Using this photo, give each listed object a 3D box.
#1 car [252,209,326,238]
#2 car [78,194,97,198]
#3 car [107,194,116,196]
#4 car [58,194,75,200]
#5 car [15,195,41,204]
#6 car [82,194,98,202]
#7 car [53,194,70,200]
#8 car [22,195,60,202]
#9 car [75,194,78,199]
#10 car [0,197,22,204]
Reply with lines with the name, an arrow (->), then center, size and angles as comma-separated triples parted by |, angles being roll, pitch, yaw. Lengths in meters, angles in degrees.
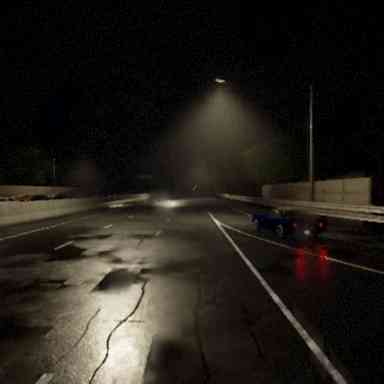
car -> 4.783, 1.528, 17.276 | 1.895, 1.301, 4.718 | 0, 0, -12
car -> -17.574, 1.361, 57.510 | 1.895, 1.301, 4.718 | 0, 0, 0
car -> -17.616, 1.194, 72.259 | 1.837, 1.490, 4.892 | 0, 0, 0
car -> -21.087, 1.324, 53.174 | 2.033, 1.411, 5.357 | 0, 0, 0
car -> -28.075, 1.238, 57.111 | 1.882, 1.535, 5.008 | 0, 0, 0
car -> -21.100, 1.214, 69.065 | 1.837, 1.490, 4.892 | 0, 0, 0
car -> -28.114, 1.069, 71.965 | 1.994, 1.385, 4.181 | 0, 0, 0
car -> -17.603, 1.401, 38.922 | 1.994, 1.385, 4.181 | 0, 0, 0
car -> -24.603, 1.236, 69.661 | 2.128, 1.511, 4.902 | 0, 0, 0
car -> -21.105, 1.369, 37.300 | 1.812, 1.442, 4.674 | 0, 0, 0
